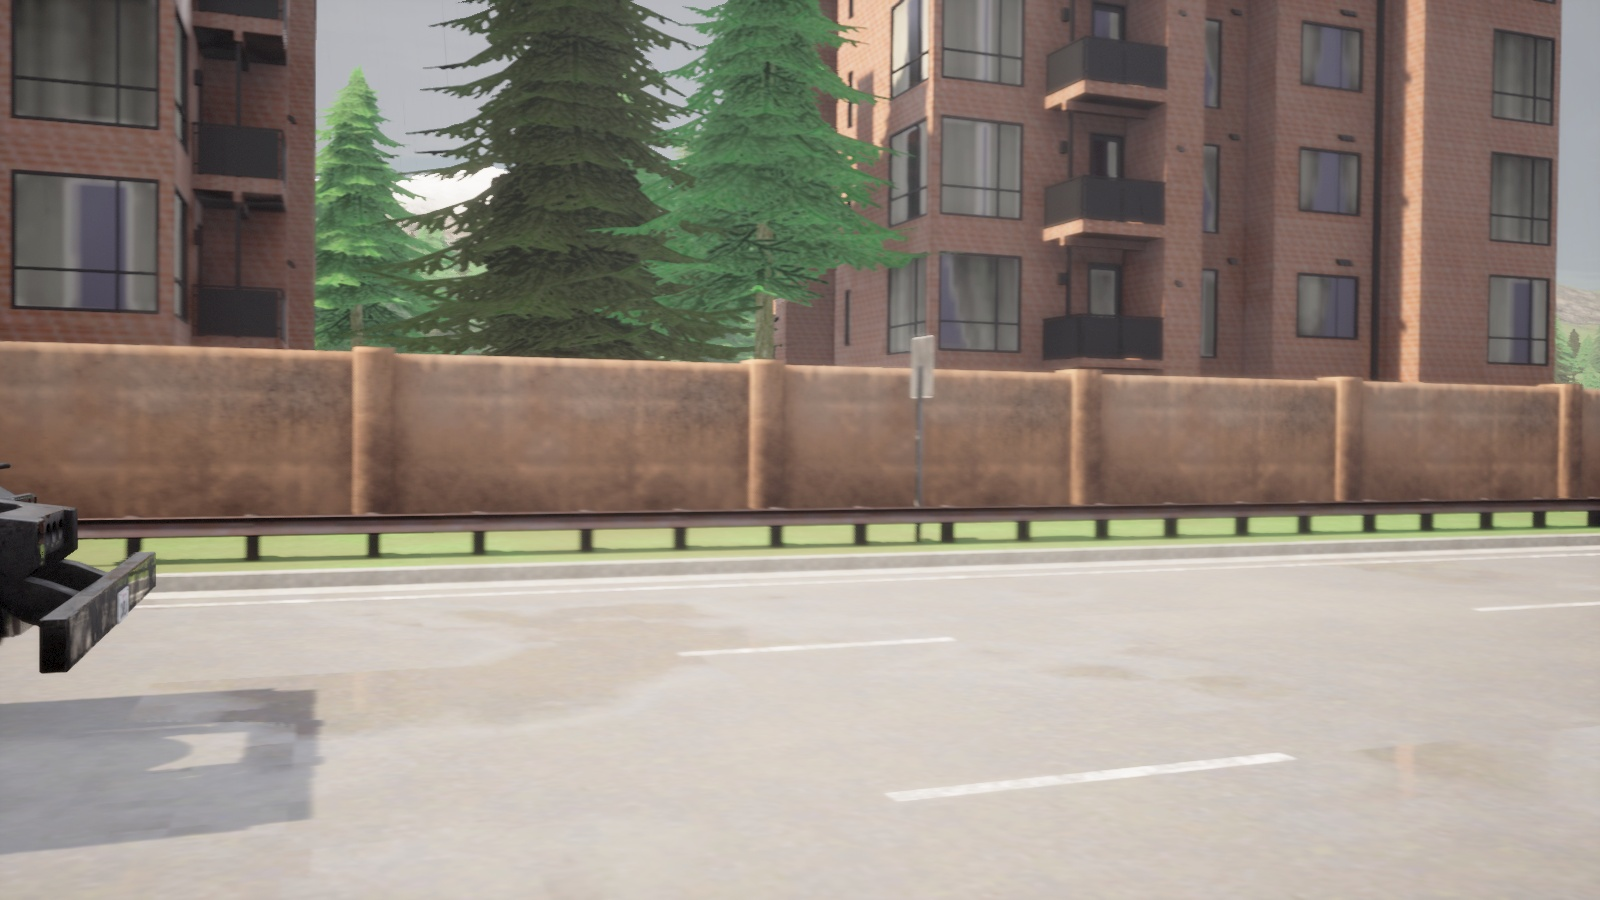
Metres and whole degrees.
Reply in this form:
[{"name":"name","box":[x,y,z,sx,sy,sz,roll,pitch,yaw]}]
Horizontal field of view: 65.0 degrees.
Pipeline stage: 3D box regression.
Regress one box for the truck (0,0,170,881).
[{"name":"truck","box":[-6.815,-0.179,4.384,7.936,3.462,2.891,-1,1,-21]}]
